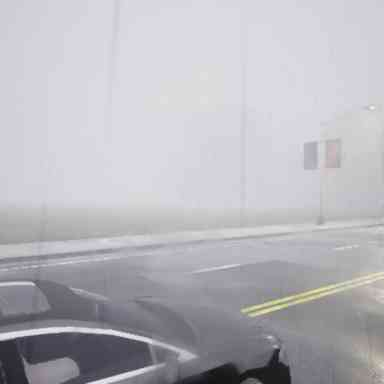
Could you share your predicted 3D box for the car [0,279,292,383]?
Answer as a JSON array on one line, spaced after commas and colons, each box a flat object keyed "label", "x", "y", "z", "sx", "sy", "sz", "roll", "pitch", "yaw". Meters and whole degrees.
[{"label": "car", "x": -1.261, "y": 1.496, "z": 2.542, "sx": 4.902, "sy": 1.511, "sz": 2.128, "roll": 1, "pitch": 0, "yaw": -35}]
